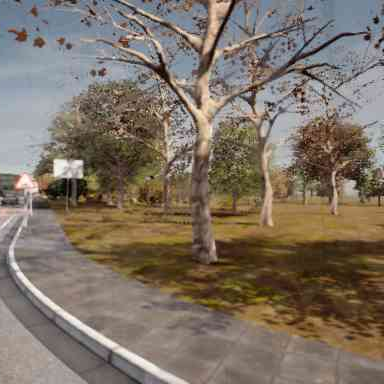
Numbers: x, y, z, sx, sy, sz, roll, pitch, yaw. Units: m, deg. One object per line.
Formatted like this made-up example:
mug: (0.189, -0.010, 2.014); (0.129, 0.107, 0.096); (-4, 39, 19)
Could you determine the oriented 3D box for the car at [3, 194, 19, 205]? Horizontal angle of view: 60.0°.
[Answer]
car: (-25.036, 1.015, 45.901); (2.128, 1.511, 4.902); (0, 1, -24)
